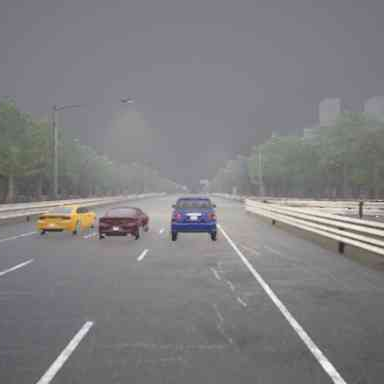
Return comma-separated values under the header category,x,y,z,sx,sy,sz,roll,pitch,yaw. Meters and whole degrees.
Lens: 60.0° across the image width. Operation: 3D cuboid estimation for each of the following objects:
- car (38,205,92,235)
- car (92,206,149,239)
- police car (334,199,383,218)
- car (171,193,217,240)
category,x,y,z,sx,sy,sz,roll,pitch,yaw
car,-6.907,1.477,18.907,1.882,1.535,5.008,0,0,0
car,-3.406,1.479,17.331,1.882,1.535,5.008,0,0,0
police car,14.604,1.376,28.691,2.038,1.542,4.974,0,-1,-26
car,0.104,1.224,17.315,2.150,2.045,5.566,0,0,0
